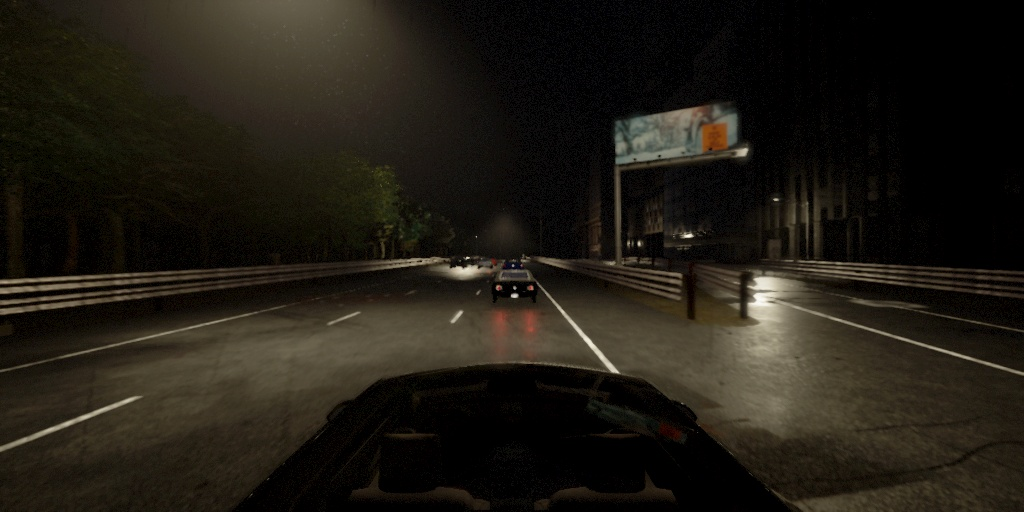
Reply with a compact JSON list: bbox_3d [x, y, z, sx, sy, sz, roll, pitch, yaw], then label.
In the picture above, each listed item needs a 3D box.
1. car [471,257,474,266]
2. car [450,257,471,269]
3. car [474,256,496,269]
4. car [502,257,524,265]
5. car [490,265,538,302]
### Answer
[{"bbox_3d":[-6.974,0.871,57.920,2.128,1.511,4.902,0,0,0],"label":"car"},{"bbox_3d":[-6.983,0.950,47.274,1.837,1.490,4.892,0,0,0],"label":"car"},{"bbox_3d":[-3.483,0.971,47.273,1.812,1.442,4.674,0,0,0],"label":"car"},{"bbox_3d":[0.112,0.882,34.861,2.097,1.767,4.553,0,0,0],"label":"car"},{"bbox_3d":[0.113,1.263,16.230,1.895,1.301,4.718,0,0,0],"label":"car"}]
